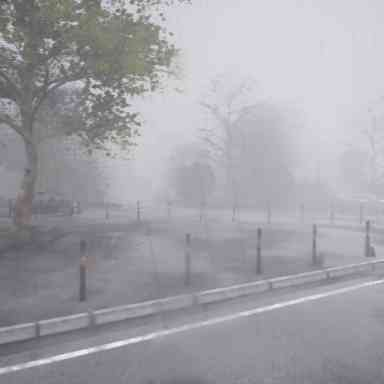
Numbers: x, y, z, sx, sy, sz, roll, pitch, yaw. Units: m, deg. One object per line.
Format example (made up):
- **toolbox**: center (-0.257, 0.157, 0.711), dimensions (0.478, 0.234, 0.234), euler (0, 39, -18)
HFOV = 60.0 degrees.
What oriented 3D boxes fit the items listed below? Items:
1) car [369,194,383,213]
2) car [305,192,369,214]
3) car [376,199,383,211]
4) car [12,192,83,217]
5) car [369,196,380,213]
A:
- **car**: center (18.663, 1.181, 36.103), dimensions (2.435, 2.045, 5.566), euler (2, 0, -31)
- **car**: center (13.994, 1.051, 33.271), dimensions (2.435, 2.045, 5.566), euler (2, 0, -31)
- **car**: center (25.725, 1.688, 40.595), dimensions (1.946, 1.575, 5.366), euler (2, -1, -31)
- **car**: center (-10.339, 0.821, 24.064), dimensions (4.553, 1.767, 2.097), euler (1, 0, -7)
- **car**: center (16.257, 1.365, 34.674), dimensions (2.231, 1.521, 4.892), euler (2, 0, -31)
